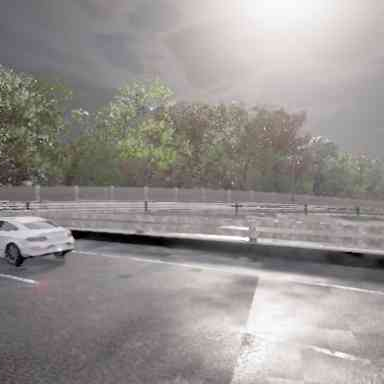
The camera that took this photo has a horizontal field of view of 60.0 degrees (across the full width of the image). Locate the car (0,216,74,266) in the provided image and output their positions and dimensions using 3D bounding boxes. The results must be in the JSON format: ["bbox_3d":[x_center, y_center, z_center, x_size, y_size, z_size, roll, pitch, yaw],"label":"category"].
[{"bbox_3d":[-6.180,1.569,11.624,4.674,1.442,1.812,0,0,29],"label":"car"}]

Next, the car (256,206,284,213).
[{"bbox_3d":[10.704,2.190,46.017,4.181,1.385,1.994,3,-1,-27],"label":"car"}]
